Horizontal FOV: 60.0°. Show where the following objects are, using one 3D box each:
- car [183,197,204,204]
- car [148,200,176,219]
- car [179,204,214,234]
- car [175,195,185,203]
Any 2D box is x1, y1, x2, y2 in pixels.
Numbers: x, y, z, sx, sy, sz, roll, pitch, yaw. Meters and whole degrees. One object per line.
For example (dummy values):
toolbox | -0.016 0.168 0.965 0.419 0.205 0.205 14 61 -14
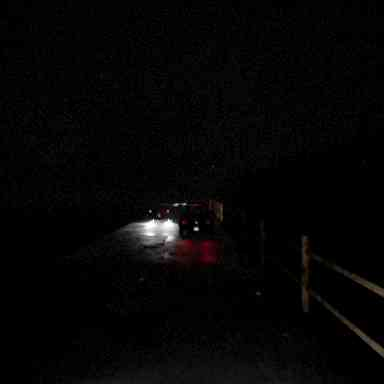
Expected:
car | 0.301 1.562 37.245 1.837 1.490 4.892 0 0 0
car | -2.674 1.632 29.276 1.895 1.301 4.718 0 0 0
car | 0.237 1.616 19.459 1.895 1.301 4.718 0 0 0
car | -2.415 1.490 69.881 2.097 1.767 4.553 0 0 0
